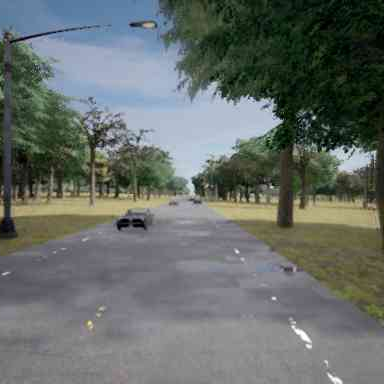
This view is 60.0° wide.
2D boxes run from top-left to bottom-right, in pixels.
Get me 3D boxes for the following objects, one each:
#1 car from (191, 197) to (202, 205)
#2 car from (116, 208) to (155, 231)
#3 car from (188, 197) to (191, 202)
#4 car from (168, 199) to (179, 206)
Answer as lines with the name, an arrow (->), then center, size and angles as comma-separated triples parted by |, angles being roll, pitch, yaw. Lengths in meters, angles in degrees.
car -> 1.223, 2.049, 74.173 | 1.837, 1.490, 4.892 | 0, 0, 0
car -> -3.599, 1.731, 21.744 | 1.895, 1.301, 4.718 | 0, 0, 0
car -> -0.002, 2.068, 91.171 | 1.837, 1.490, 4.892 | 0, -1, 0
car -> -3.511, 2.004, 63.872 | 2.033, 1.411, 5.357 | 0, 0, 0
